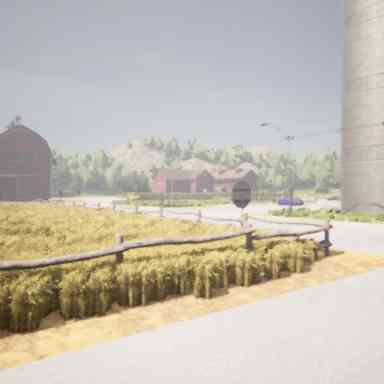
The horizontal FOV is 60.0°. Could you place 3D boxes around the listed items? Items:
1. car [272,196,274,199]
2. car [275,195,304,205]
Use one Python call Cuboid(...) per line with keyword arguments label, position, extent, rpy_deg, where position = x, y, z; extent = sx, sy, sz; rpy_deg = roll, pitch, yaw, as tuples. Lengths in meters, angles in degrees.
Cuboid(label="car", position=(20.507, 1.442, 76.061), extent=(1.932, 1.855, 4.605), rpy_deg=(0, 0, -36))
Cuboid(label="car", position=(17.003, 1.582, 57.091), extent=(2.242, 1.667, 4.611), rpy_deg=(0, 0, -36))
